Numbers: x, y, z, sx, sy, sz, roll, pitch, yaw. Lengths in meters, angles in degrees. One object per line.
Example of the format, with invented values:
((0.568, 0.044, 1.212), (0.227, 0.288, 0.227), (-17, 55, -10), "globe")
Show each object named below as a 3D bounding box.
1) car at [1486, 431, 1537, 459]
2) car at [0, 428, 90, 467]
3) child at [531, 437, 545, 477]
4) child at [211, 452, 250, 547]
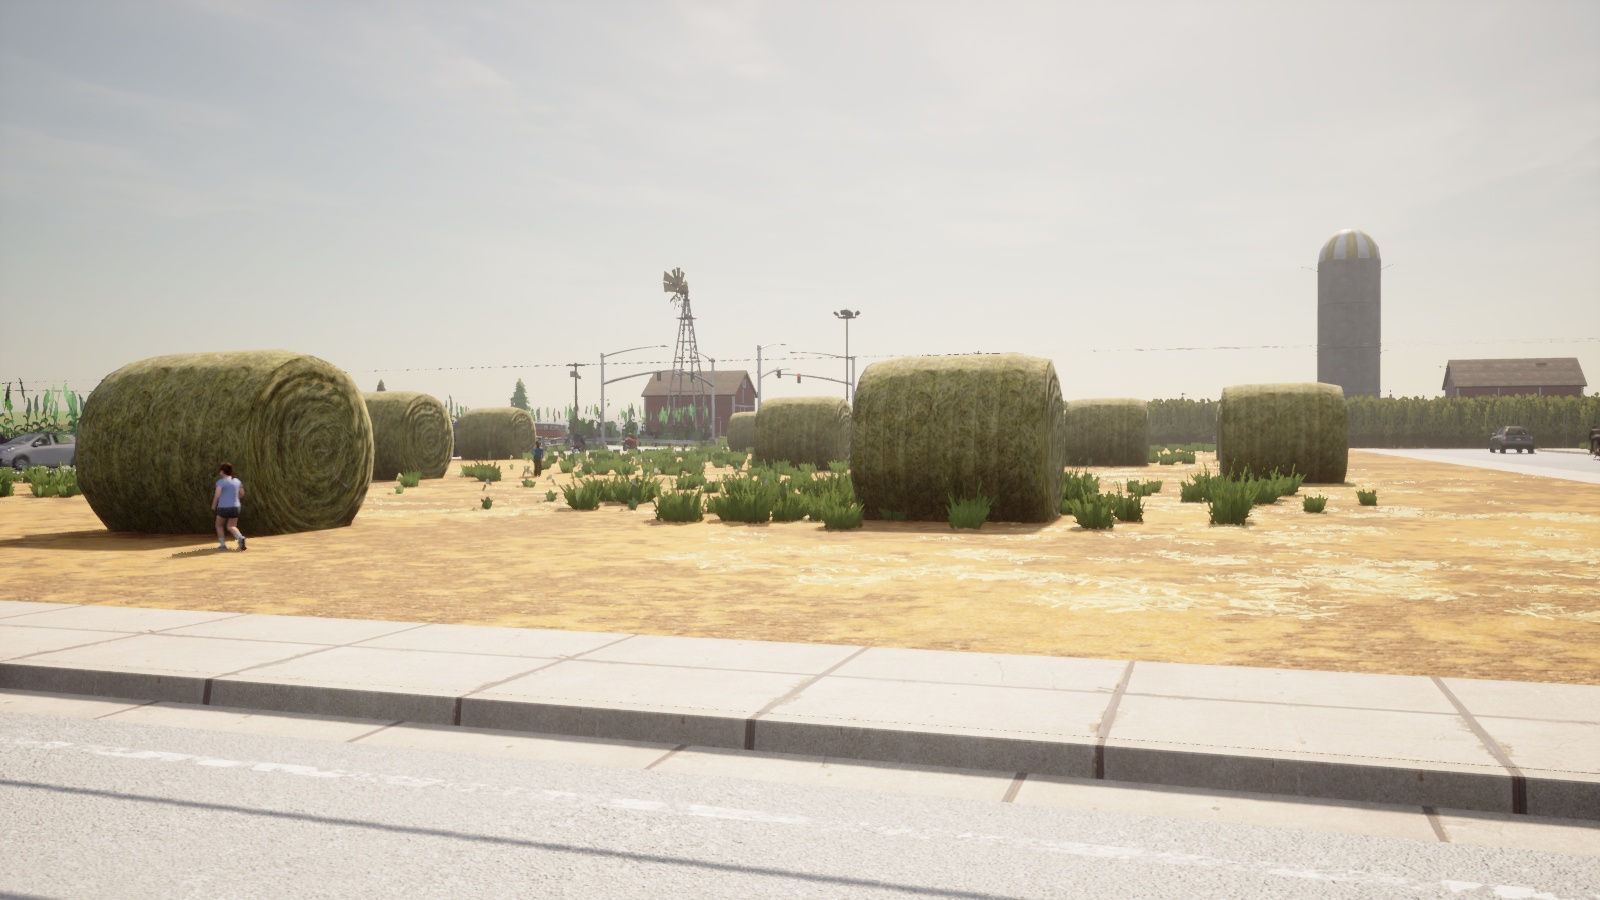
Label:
((42.230, -0.338, 74.622), (1.851, 1.617, 3.988), (1, 1, 18), "car")
((-31.132, -0.128, 51.001), (1.845, 1.501, 3.633), (1, 1, 21), "car")
((-7.785, 0.205, 37.343), (0.343, 1.192, 0.448), (0, 1, -20), "child")
((-6.753, 0.578, 14.881), (0.394, 1.110, 0.255), (1, 1, 36), "child")
